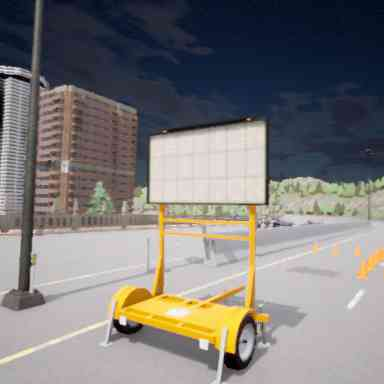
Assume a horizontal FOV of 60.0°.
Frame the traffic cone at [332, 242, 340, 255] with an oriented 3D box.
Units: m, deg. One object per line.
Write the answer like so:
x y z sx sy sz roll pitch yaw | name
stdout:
7.233 2.827 16.702 0.340 0.580 0.340 -1 -4 35 | traffic cone

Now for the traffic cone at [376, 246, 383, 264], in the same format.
7.743 2.683 13.923 0.340 0.580 0.340 -1 -4 35 | traffic cone

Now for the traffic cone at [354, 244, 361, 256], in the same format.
8.056 2.816 16.134 0.340 0.580 0.340 -1 -4 35 | traffic cone

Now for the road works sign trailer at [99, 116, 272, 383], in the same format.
0.283 0.623 5.776 2.380 3.560 2.880 -1 -2 35 | road works sign trailer

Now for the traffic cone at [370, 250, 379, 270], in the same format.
6.608 2.562 12.281 0.340 0.580 0.340 -1 -4 35 | traffic cone

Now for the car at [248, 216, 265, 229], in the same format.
8.864 3.900 42.965 1.837 1.490 4.892 -1 -4 35 | car

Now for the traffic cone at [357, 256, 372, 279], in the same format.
5.473 2.441 10.639 0.340 0.580 0.340 -1 -4 35 | traffic cone

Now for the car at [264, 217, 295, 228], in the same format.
10.588 3.832 39.298 1.895 1.301 4.718 -1 -4 35 | car

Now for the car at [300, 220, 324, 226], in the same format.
13.798 3.827 37.786 1.895 1.301 4.718 -1 -4 35 | car

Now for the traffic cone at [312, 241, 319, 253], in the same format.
6.410 2.838 17.270 0.340 0.580 0.340 -1 -4 35 | traffic cone
